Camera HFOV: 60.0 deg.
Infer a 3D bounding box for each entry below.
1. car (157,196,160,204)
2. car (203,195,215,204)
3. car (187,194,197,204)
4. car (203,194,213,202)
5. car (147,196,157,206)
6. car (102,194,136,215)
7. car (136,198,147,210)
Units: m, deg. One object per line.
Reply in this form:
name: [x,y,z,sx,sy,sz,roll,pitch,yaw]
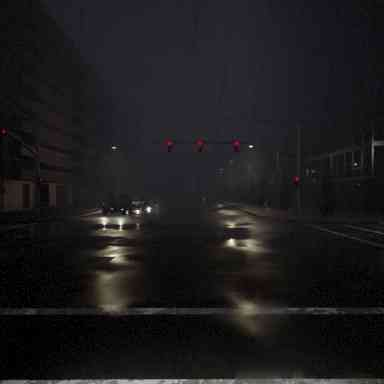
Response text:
car: [-7.180,1.526,63.880,1.812,1.442,4.674,0,0,1]
car: [3.478,1.492,64.776,2.128,1.511,4.902,0,0,1]
car: [-0.021,1.564,64.686,1.994,1.385,4.181,0,0,1]
car: [3.485,1.355,74.641,2.097,1.767,4.553,0,0,1]
car: [-7.331,1.601,53.526,1.895,1.301,4.718,0,0,1]
car: [-7.455,1.221,33.762,2.150,2.045,5.566,0,0,0]
car: [-7.440,1.526,43.556,1.812,1.442,4.674,0,0,1]
